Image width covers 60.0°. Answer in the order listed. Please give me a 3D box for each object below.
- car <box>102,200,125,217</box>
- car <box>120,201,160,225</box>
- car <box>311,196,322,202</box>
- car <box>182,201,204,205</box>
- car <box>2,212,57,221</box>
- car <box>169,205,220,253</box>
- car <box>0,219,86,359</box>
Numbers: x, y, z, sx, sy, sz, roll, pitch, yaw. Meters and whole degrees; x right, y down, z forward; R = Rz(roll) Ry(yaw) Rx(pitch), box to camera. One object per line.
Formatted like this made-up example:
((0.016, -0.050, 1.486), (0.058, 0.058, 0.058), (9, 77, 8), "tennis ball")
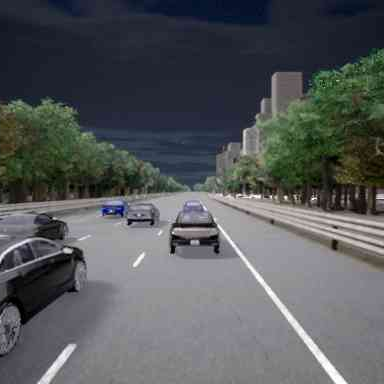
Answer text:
((-6.895, 1.463, 30.803), (1.882, 1.535, 5.008), (0, 0, 0), "car")
((-3.397, 1.539, 23.898), (2.033, 1.411, 5.357), (0, 0, 0), "car")
((29.724, 1.680, 81.083), (4.792, 1.488, 2.163), (1, 1, 45), "car")
((0.105, 1.512, 30.236), (1.812, 1.442, 4.674), (0, 0, 0), "car")
((-6.899, 1.561, 14.272), (1.994, 1.385, 4.181), (0, 0, 0), "car")
((0.101, 1.489, 13.670), (2.128, 1.511, 4.902), (0, 0, 0), "car")
((-3.406, 1.490, 5.946), (2.128, 1.511, 4.902), (0, 0, 0), "car")
